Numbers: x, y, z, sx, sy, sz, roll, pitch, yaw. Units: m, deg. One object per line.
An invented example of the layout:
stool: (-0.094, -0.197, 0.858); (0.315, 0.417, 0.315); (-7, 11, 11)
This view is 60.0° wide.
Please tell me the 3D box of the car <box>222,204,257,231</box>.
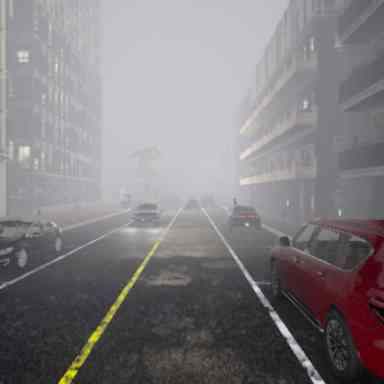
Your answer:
car: (2.998, 1.517, 20.540); (1.837, 1.490, 4.892); (0, 0, 0)

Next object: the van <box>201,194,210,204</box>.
van: (2.683, 1.391, 66.436); (1.690, 1.788, 3.998); (0, 0, 0)

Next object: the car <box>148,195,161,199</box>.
car: (-5.696, 1.468, 44.230); (1.967, 1.590, 4.097); (0, 0, 0)

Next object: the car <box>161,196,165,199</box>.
car: (-5.696, 1.348, 49.781); (2.192, 1.841, 5.009); (0, 0, 0)

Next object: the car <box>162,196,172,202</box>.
car: (-5.698, 1.627, 77.231); (1.947, 1.339, 4.313); (0, 0, 0)

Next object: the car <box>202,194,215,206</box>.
car: (2.684, 1.353, 55.334); (2.192, 1.841, 5.009); (0, 0, 0)

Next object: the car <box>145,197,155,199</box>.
car: (-5.695, 1.606, 38.679); (1.802, 1.307, 4.206); (0, 0, 0)

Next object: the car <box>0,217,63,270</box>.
car: (-5.693, 1.556, 10.925); (2.008, 1.369, 4.403); (0, 0, 0)

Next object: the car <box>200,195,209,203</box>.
car: (2.683, 1.496, 71.986); (1.967, 1.590, 4.097); (0, 0, 0)

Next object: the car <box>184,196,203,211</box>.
car: (0.060, 1.551, 40.633); (1.812, 1.442, 4.674); (0, 0, 1)

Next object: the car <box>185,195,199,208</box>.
car: (-0.002, 1.386, 50.469); (2.097, 1.767, 4.553); (0, 0, 0)

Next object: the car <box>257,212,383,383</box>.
car: (2.687, 1.318, 5.375); (2.192, 1.841, 5.009); (0, 0, 0)

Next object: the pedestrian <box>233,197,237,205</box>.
pedestrian: (2.998, 1.307, 23.484); (0.375, 1.860, 0.375); (0, 0, -1)

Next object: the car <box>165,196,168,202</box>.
car: (-5.697, 1.621, 71.985); (1.947, 1.339, 4.313); (0, 0, 0)

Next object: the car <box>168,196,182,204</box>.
car: (-3.023, 1.524, 64.588); (1.882, 1.535, 5.008); (0, 0, 1)

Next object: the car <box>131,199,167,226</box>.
car: (-3.101, 1.518, 23.595); (1.837, 1.490, 4.892); (0, 0, 0)
